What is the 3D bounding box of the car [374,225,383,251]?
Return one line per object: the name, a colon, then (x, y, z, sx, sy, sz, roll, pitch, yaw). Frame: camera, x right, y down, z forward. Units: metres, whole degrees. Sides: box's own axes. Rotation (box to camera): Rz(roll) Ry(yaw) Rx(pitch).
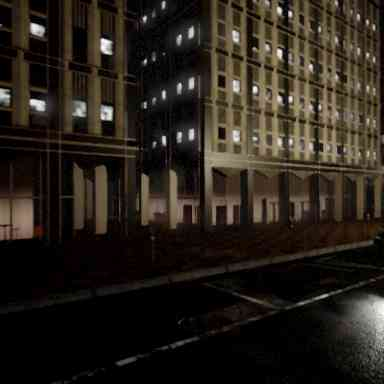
car: (6.812, 1.606, 8.610, 4.892, 1.490, 1.837, 1, -1, -37)
